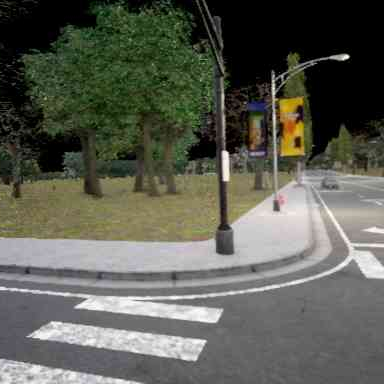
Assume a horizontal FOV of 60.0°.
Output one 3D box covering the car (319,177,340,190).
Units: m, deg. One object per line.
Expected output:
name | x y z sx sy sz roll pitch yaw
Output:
car | 16.234 -0.971 39.415 1.837 1.490 4.892 -1 3 19
